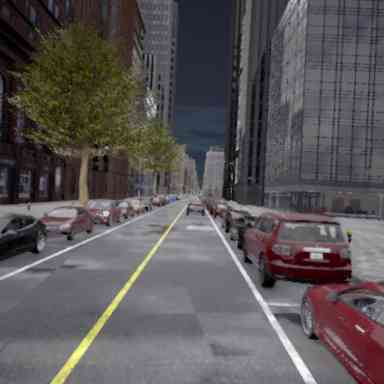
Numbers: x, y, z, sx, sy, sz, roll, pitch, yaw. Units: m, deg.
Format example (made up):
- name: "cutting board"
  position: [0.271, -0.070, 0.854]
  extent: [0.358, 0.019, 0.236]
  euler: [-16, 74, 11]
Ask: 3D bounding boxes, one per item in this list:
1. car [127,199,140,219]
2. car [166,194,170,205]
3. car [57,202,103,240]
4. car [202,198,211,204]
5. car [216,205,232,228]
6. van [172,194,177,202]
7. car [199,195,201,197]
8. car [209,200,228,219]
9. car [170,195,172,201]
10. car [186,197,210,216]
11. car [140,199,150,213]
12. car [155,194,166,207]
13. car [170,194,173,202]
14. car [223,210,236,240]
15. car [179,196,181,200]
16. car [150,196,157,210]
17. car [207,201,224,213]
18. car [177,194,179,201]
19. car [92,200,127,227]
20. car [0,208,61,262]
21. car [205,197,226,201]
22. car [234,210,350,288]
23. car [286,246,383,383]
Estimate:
- name: "car"
  position: [-5.640, 1.391, 26.619]
  extent: [1.802, 1.307, 4.206]
  euler: [3, 0, 1]
- name: "car"
  position: [-5.357, 1.276, 54.816]
  extent: [2.192, 1.841, 5.009]
  euler: [3, 0, 1]
- name: "car"
  position: [-5.747, 1.339, 15.340]
  extent: [1.802, 1.307, 4.206]
  euler: [3, 0, 1]
- name: "car"
  position: [3.356, 2.124, 77.275]
  extent: [1.802, 1.307, 4.206]
  euler: [3, 0, 1]
- name: "car"
  position: [2.821, 1.784, 20.891]
  extent: [1.947, 1.339, 4.313]
  euler: [3, 0, 1]
- name: "van"
  position: [-5.146, 1.447, 77.372]
  extent: [1.690, 1.788, 3.998]
  euler: [3, 0, 1]
- name: "car"
  position: [3.464, 2.173, 88.553]
  extent: [1.887, 1.381, 4.507]
  euler: [3, 0, 1]
- name: "car"
  position: [2.929, 1.818, 32.168]
  extent: [1.887, 1.381, 4.507]
  euler: [3, 0, 1]
- name: "car"
  position: [-5.316, 1.557, 60.455]
  extent: [1.947, 1.339, 4.313]
  euler: [3, 0, 1]
- name: "car"
  position: [0.397, 1.648, 35.234]
  extent: [2.128, 1.511, 4.902]
  euler: [3, -1, 0]
- name: "car"
  position: [-5.584, 1.361, 32.087]
  extent: [1.752, 1.417, 4.829]
  euler: [3, 0, 1]
- name: "car"
  position: [-5.423, 1.474, 49.175]
  extent: [1.887, 1.381, 4.507]
  euler: [3, 0, 1]
- name: "car"
  position: [-5.263, 1.607, 66.092]
  extent: [1.802, 1.307, 4.206]
  euler: [3, 0, 1]
- name: "car"
  position: [2.767, 1.760, 15.253]
  extent: [1.947, 1.339, 4.313]
  euler: [3, 0, 1]
- name: "car"
  position: [-4.985, 1.549, 94.290]
  extent: [2.192, 1.841, 5.009]
  euler: [3, 0, 1]
- name: "car"
  position: [-5.531, 1.432, 37.897]
  extent: [1.947, 1.339, 4.313]
  euler: [3, 0, 1]
- name: "car"
  position: [3.036, 1.900, 43.444]
  extent: [1.947, 1.339, 4.313]
  euler: [3, 0, 1]
- name: "car"
  position: [-5.098, 1.589, 83.011]
  extent: [1.967, 1.590, 4.097]
  euler: [3, 0, 1]
- name: "car"
  position: [-5.686, 1.222, 20.979]
  extent: [1.967, 1.590, 4.097]
  euler: [3, 0, 1]
- name: "car"
  position: [-5.800, 1.299, 9.702]
  extent: [1.947, 1.339, 4.313]
  euler: [3, 0, 1]
- name: "car"
  position: [2.995, 1.619, 37.808]
  extent: [2.192, 1.841, 5.009]
  euler: [3, 0, 1]
- name: "car"
  position: [2.727, 1.486, 9.616]
  extent: [2.192, 1.841, 5.009]
  euler: [3, 0, 1]
- name: "car"
  position: [2.658, 1.731, 3.976]
  extent: [1.802, 1.307, 4.206]
  euler: [3, 0, 1]
